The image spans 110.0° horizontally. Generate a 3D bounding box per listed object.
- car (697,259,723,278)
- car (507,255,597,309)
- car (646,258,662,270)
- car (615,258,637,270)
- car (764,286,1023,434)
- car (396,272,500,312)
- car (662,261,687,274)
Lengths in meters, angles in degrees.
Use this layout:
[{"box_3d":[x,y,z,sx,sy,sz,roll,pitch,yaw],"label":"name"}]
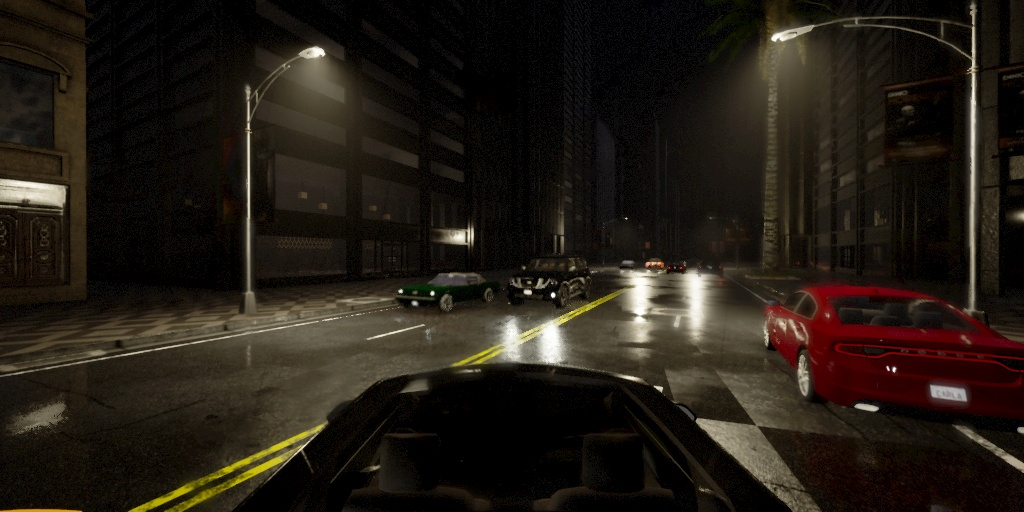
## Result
[{"box_3d":[19.255,1.118,34.889,2.097,1.767,4.553,0,0,27],"label":"car"},{"box_3d":[1.834,0.973,15.582,2.150,2.045,5.566,0,0,27],"label":"car"},{"box_3d":[21.229,1.134,53.343,2.097,1.767,4.553,0,0,27],"label":"car"},{"box_3d":[16.917,1.326,52.078,2.033,1.411,5.357,0,0,27],"label":"car"},{"box_3d":[5.508,1.228,5.796,1.882,1.535,5.008,0,0,27],"label":"car"},{"box_3d":[-2.385,1.352,14.478,1.895,1.301,4.718,0,0,27],"label":"car"},{"box_3d":[18.607,1.317,40.708,2.033,1.411,5.357,0,0,27],"label":"car"}]
